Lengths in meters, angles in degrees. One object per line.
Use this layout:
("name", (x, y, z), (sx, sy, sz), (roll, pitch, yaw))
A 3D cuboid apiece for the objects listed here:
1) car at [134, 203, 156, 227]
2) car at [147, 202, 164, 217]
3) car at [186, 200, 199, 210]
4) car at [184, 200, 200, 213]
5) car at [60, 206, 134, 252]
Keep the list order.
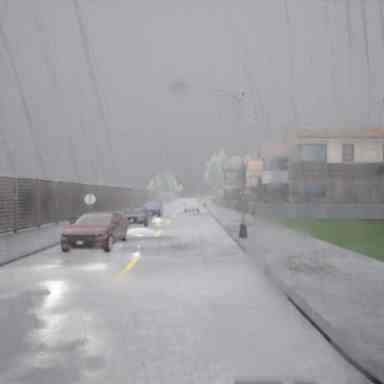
("car", (-4.083, 1.766, 24.653), (1.994, 1.385, 4.181), (0, 0, 0))
("car", (-4.066, 1.761, 34.661), (1.882, 1.535, 5.008), (0, 0, 0))
("car", (0.008, 1.994, 52.765), (1.994, 1.385, 4.181), (0, 0, 0))
("car", (0.006, 1.875, 42.761), (1.812, 1.442, 4.674), (0, 0, 0))
("car", (-4.089, 1.598, 14.648), (1.882, 1.535, 5.008), (0, 0, 0))
